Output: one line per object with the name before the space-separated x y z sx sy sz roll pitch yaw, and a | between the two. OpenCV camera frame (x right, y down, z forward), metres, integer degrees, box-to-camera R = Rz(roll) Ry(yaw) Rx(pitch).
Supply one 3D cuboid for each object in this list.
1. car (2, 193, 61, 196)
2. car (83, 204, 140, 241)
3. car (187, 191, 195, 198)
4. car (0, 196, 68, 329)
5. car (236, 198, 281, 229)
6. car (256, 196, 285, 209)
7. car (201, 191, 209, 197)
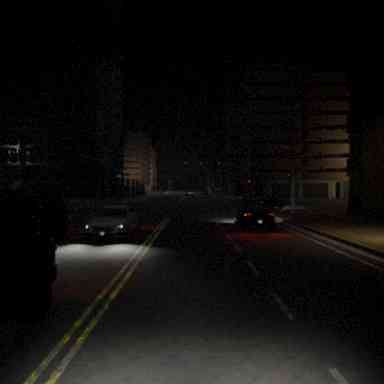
car | -7.128 1.068 14.056 2.150 2.045 5.566 0 1 0
car | -3.627 1.350 15.760 1.812 1.442 4.674 0 1 0
car | -0.331 0.475 80.504 2.128 1.511 4.902 0 1 0
car | -3.612 1.180 4.092 2.150 2.045 5.566 0 1 0
car | 3.606 1.294 19.344 1.812 1.442 4.674 0 1 3
car | 7.826 1.107 34.870 4.674 1.442 1.812 -1 0 -44
car | 3.169 0.467 80.518 1.812 1.442 4.674 0 1 0
